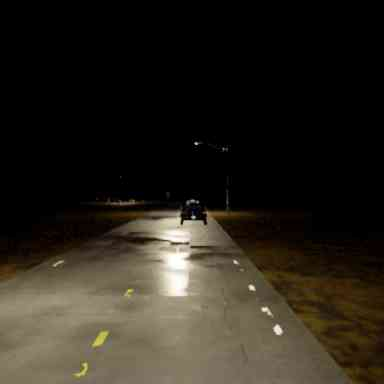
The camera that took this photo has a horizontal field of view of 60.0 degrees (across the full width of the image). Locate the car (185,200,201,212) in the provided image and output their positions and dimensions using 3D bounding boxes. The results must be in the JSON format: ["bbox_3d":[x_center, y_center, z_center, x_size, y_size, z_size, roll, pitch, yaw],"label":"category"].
[{"bbox_3d":[0.105,1.728,42.248,1.895,1.301,4.718,0,-1,0],"label":"car"}]

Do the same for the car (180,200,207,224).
[{"bbox_3d":[0.104,1.522,24.413,1.812,1.442,4.674,0,0,0],"label":"car"}]
